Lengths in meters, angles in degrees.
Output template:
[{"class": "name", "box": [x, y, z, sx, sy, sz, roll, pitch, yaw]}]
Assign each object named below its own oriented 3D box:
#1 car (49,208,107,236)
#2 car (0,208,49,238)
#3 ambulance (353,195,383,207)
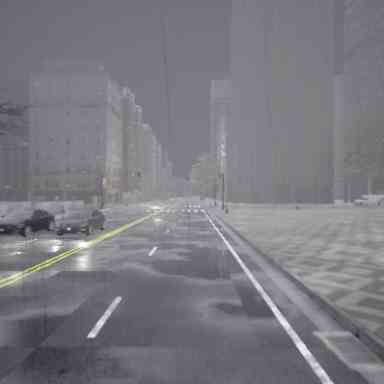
[{"class": "car", "box": [-6.551, 1.757, 20.126, 1.837, 1.490, 4.892, 0, -1, 0]}, {"class": "car", "box": [-9.802, 1.723, 19.642, 1.882, 1.535, 5.008, 0, -1, 0]}, {"class": "ambulance", "box": [37.511, 1.806, 70.254, 6.366, 2.431, 2.351, 0, 0, -7]}]
